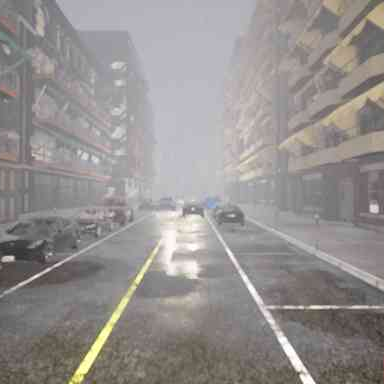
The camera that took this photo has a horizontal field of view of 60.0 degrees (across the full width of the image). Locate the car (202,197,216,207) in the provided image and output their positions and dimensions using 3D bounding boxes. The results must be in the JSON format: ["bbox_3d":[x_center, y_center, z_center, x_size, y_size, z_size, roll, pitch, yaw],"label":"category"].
[{"bbox_3d":[2.572,1.504,51.540,1.947,1.339,4.313,1,0,0],"label":"car"}]

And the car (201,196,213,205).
[{"bbox_3d":[2.572,1.476,57.210,1.887,1.381,4.507,1,0,0],"label":"car"}]

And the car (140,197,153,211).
[{"bbox_3d":[-5.306,1.390,40.168,1.967,1.590,4.097,1,0,0],"label":"car"}]

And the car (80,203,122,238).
[{"bbox_3d":[-5.306,1.528,17.484,2.008,1.369,4.403,1,0,0],"label":"car"}]

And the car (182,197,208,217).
[{"bbox_3d":[0.095,1.465,30.300,2.163,1.488,4.792,0,0,0],"label":"car"}]

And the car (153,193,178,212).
[{"bbox_3d":[-2.845,1.305,37.350,2.097,1.767,4.553,0,0,0],"label":"car"}]

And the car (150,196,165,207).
[{"bbox_3d":[-5.306,1.377,51.510,1.967,1.590,4.097,1,0,0],"label":"car"}]

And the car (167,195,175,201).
[{"bbox_3d":[-5.315,1.431,85.365,1.752,1.417,4.829,1,0,0],"label":"car"}]

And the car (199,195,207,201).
[{"bbox_3d":[2.570,1.492,79.894,1.802,1.307,4.206,1,0,0],"label":"car"}]

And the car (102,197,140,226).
[{"bbox_3d":[-5.303,1.285,23.156,2.192,1.841,5.009,1,0,0],"label":"car"}]

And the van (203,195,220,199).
[{"bbox_3d":[2.576,1.291,40.198,1.690,1.788,3.998,1,0,0],"label":"van"}]

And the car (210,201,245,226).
[{"bbox_3d":[2.574,1.536,23.186,1.947,1.339,4.313,1,0,0],"label":"car"}]

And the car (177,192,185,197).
[{"bbox_3d":[-2.753,0.908,77.927,2.150,2.045,5.566,0,0,0],"label":"car"}]

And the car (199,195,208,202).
[{"bbox_3d":[2.572,1.440,74.392,1.752,1.417,4.829,1,0,0],"label":"car"}]

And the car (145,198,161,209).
[{"bbox_3d":[-5.308,1.525,45.839,1.802,1.307,4.206,1,0,0],"label":"car"}]

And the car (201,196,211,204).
[{"bbox_3d":[2.572,1.451,63.051,1.752,1.417,4.829,1,0,0],"label":"car"}]

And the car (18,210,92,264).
[{"bbox_3d":[-5.306,1.550,11.814,1.947,1.339,4.313,1,0,0],"label":"car"}]

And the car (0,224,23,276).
[{"bbox_3d":[-5.306,1.542,6.142,2.008,1.369,4.403,1,0,0],"label":"car"}]

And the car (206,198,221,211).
[{"bbox_3d":[2.574,1.514,28.856,2.008,1.369,4.403,1,0,0],"label":"car"}]

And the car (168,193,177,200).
[{"bbox_3d":[-5.315,1.216,91.205,2.192,1.841,5.009,1,0,0],"label":"car"}]

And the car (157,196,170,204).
[{"bbox_3d":[-5.308,1.476,62.851,2.008,1.369,4.403,1,0,0],"label":"car"}]
